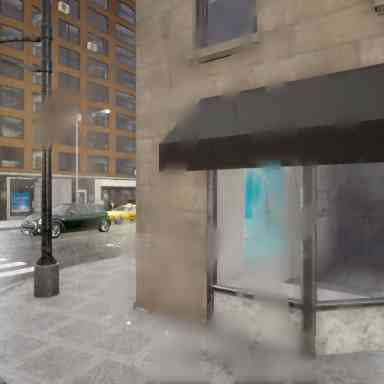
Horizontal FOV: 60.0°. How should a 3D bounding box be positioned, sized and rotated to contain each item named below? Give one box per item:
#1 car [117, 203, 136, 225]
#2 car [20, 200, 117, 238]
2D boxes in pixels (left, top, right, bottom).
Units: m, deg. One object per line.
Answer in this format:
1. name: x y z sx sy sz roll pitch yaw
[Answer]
1. car: -4.829 1.548 24.650 1.752 1.417 4.829 0 0 36
2. car: -6.634 1.366 17.825 2.097 1.767 4.553 0 0 36
